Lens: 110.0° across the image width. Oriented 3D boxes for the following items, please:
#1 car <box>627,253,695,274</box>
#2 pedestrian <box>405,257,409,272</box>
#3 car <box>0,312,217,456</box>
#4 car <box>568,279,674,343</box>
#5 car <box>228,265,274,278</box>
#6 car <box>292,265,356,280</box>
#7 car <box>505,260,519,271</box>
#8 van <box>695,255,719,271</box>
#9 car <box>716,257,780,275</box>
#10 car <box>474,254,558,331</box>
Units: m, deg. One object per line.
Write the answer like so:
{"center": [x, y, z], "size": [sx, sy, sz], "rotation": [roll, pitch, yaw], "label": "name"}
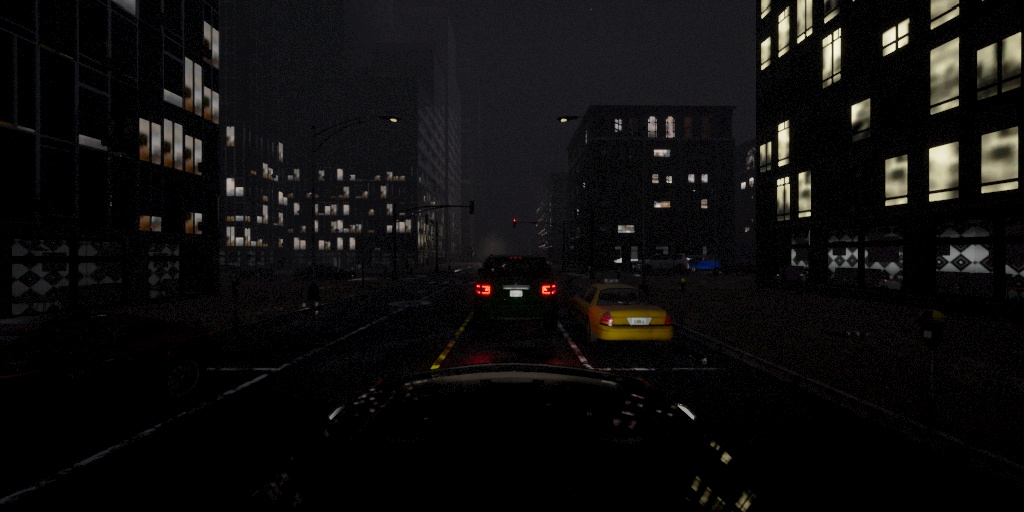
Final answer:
{"center": [15.401, 0.755, 37.271], "size": [5.566, 2.045, 2.150], "rotation": [-1, 0, -1], "label": "car"}
{"center": [-12.387, 1.020, 42.342], "size": [0.375, 1.860, 0.375], "rotation": [0, 1, -1], "label": "pedestrian"}
{"center": [-5.317, 1.332, 3.783], "size": [1.802, 1.307, 4.207], "rotation": [0, 0, 0], "label": "car"}
{"center": [2.558, 1.275, 9.519], "size": [1.751, 1.417, 4.829], "rotation": [0, 0, 0], "label": "car"}
{"center": [-28.436, 1.648, 39.143], "size": [4.403, 1.370, 2.007], "rotation": [0, 0, -1], "label": "car"}
{"center": [-17.719, 1.514, 33.907], "size": [5.357, 1.411, 2.033], "rotation": [-1, 0, -1], "label": "car"}
{"center": [0.054, 1.277, 49.584], "size": [1.812, 1.442, 4.674], "rotation": [0, 0, 1], "label": "car"}
{"center": [20.945, 0.799, 39.800], "size": [3.998, 1.789, 1.690], "rotation": [0, 0, -1], "label": "van"}
{"center": [21.060, 1.019, 31.921], "size": [4.507, 1.381, 1.888], "rotation": [0, 0, -1], "label": "car"}
{"center": [0.090, 0.971, 11.072], "size": [2.150, 2.045, 5.566], "rotation": [0, 0, 0], "label": "car"}
